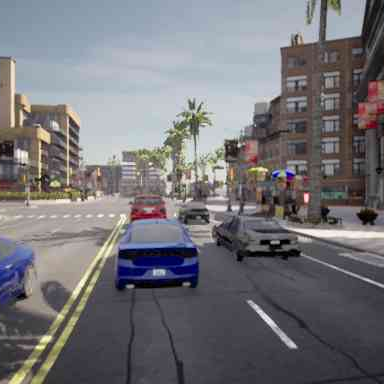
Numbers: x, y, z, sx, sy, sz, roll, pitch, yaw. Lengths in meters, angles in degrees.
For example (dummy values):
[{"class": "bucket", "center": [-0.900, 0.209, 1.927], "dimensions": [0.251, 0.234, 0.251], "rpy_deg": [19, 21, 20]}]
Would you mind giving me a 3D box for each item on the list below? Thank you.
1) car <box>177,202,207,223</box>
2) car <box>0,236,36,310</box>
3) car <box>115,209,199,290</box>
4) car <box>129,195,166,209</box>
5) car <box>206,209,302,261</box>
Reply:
[{"class": "car", "center": [0.077, 1.499, 25.288], "dimensions": [1.837, 1.490, 4.892], "rpy_deg": [0, 0, -9]}, {"class": "car", "center": [-4.154, 1.524, 5.672], "dimensions": [1.812, 1.442, 4.674], "rpy_deg": [0, 0, -7]}, {"class": "car", "center": [-1.008, 1.475, 9.216], "dimensions": [1.882, 1.535, 5.008], "rpy_deg": [0, 0, -8]}, {"class": "car", "center": [-2.864, 1.216, 21.562], "dimensions": [2.150, 2.045, 5.566], "rpy_deg": [0, 0, -9]}, {"class": "car", "center": [2.104, 1.544, 12.336], "dimensions": [2.033, 1.411, 5.357], "rpy_deg": [0, 0, -8]}]
